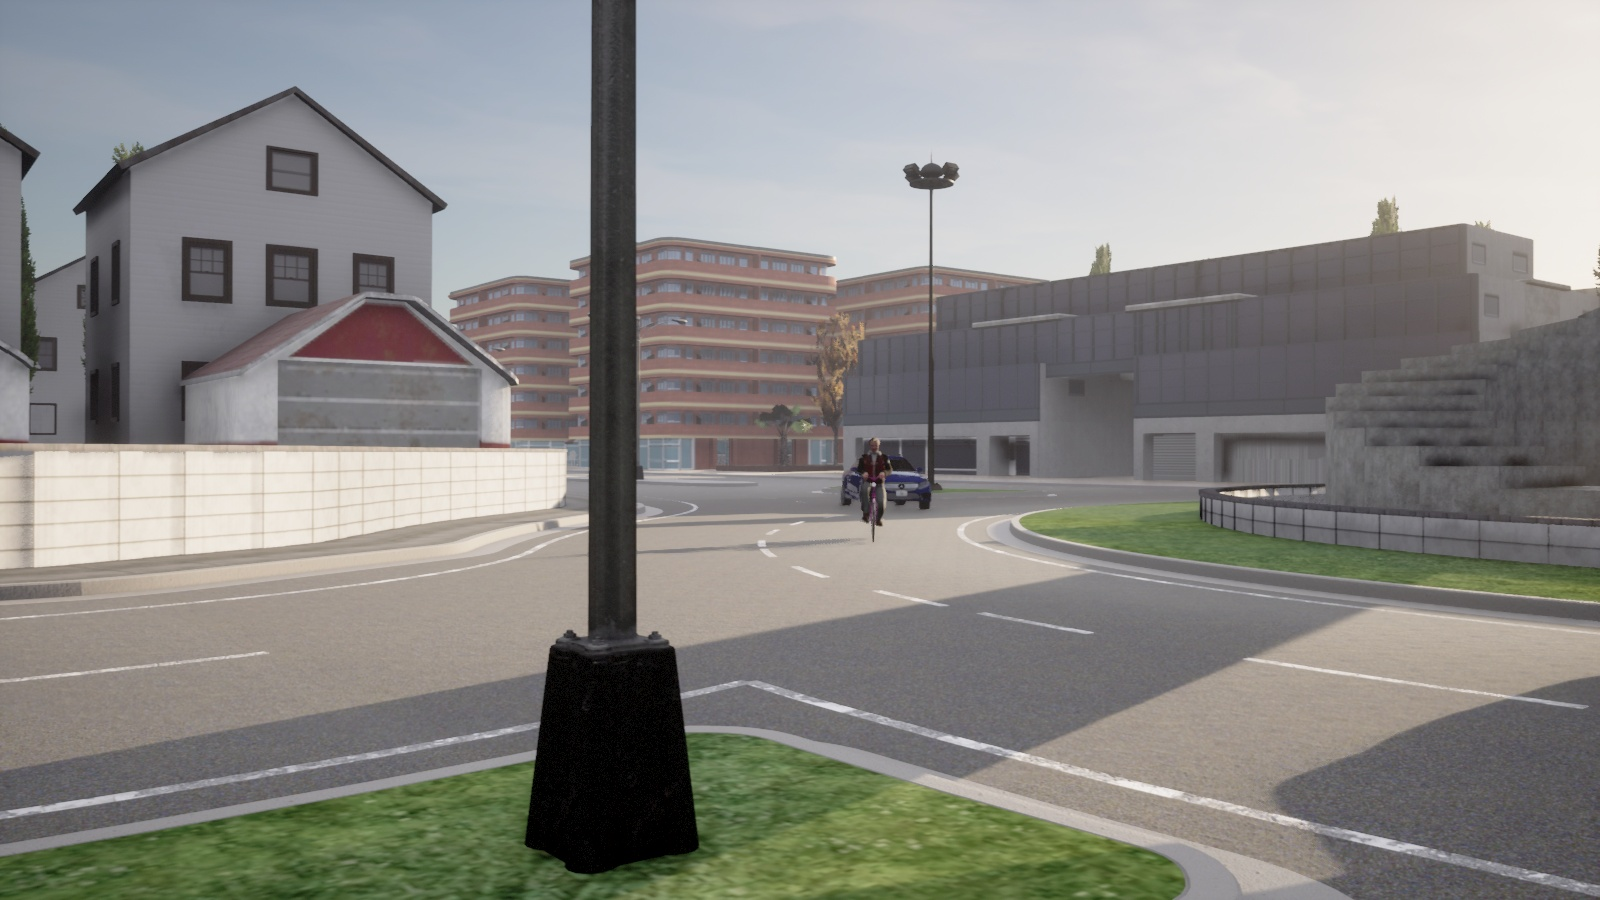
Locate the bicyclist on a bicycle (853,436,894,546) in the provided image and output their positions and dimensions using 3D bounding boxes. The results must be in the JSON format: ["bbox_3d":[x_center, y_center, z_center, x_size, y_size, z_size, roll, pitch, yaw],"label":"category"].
[{"bbox_3d":[1.244,0.667,21.211,0.659,1.776,1.843,0,0,3],"label":"bicyclist on a bicycle"}]

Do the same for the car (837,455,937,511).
[{"bbox_3d":[2.306,0.855,34.546,1.812,1.442,4.674,0,0,-8],"label":"car"}]
